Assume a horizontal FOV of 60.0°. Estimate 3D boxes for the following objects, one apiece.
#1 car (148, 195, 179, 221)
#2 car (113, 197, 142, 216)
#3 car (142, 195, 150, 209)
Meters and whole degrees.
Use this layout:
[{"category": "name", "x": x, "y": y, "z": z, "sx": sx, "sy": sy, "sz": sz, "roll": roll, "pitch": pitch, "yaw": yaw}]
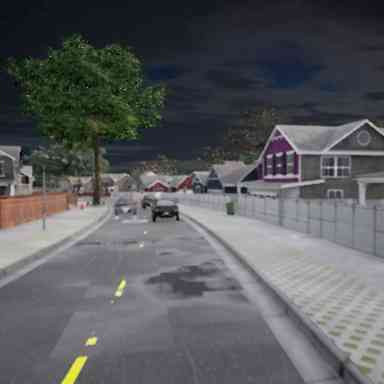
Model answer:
[{"category": "car", "x": -2.096, "y": 1.256, "z": 24.977, "sx": 1.882, "sy": 1.535, "sz": 5.008, "roll": 0, "pitch": 1, "yaw": -9}, {"category": "car", "x": -5.876, "y": 1.252, "z": 29.586, "sx": 2.128, "sy": 1.511, "sz": 4.902, "roll": 0, "pitch": 0, "yaw": -11}, {"category": "car", "x": -5.091, "y": 1.177, "z": 39.653, "sx": 1.837, "sy": 1.490, "sz": 4.892, "roll": 0, "pitch": 0, "yaw": -14}]
